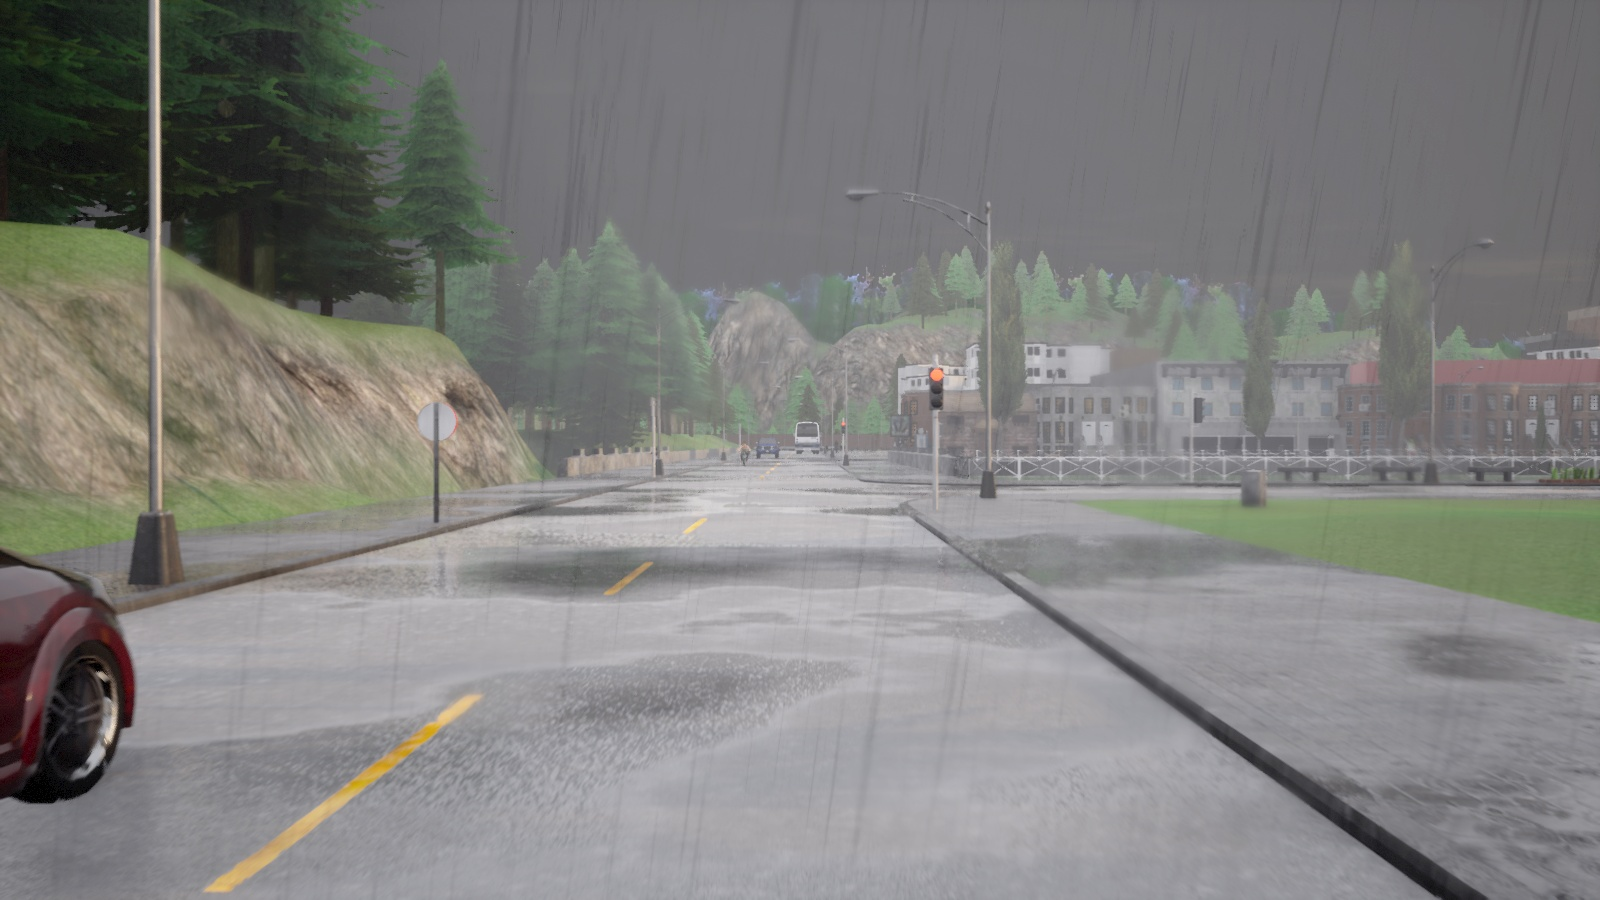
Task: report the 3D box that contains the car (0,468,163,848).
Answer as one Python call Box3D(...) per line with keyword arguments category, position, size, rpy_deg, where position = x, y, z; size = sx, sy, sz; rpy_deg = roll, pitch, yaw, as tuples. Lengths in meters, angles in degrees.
Box3D(category="car", position=(-3.963, 0.786, 3.739), size=(1.994, 1.385, 4.181), rpy_deg=(0, 0, 0))
